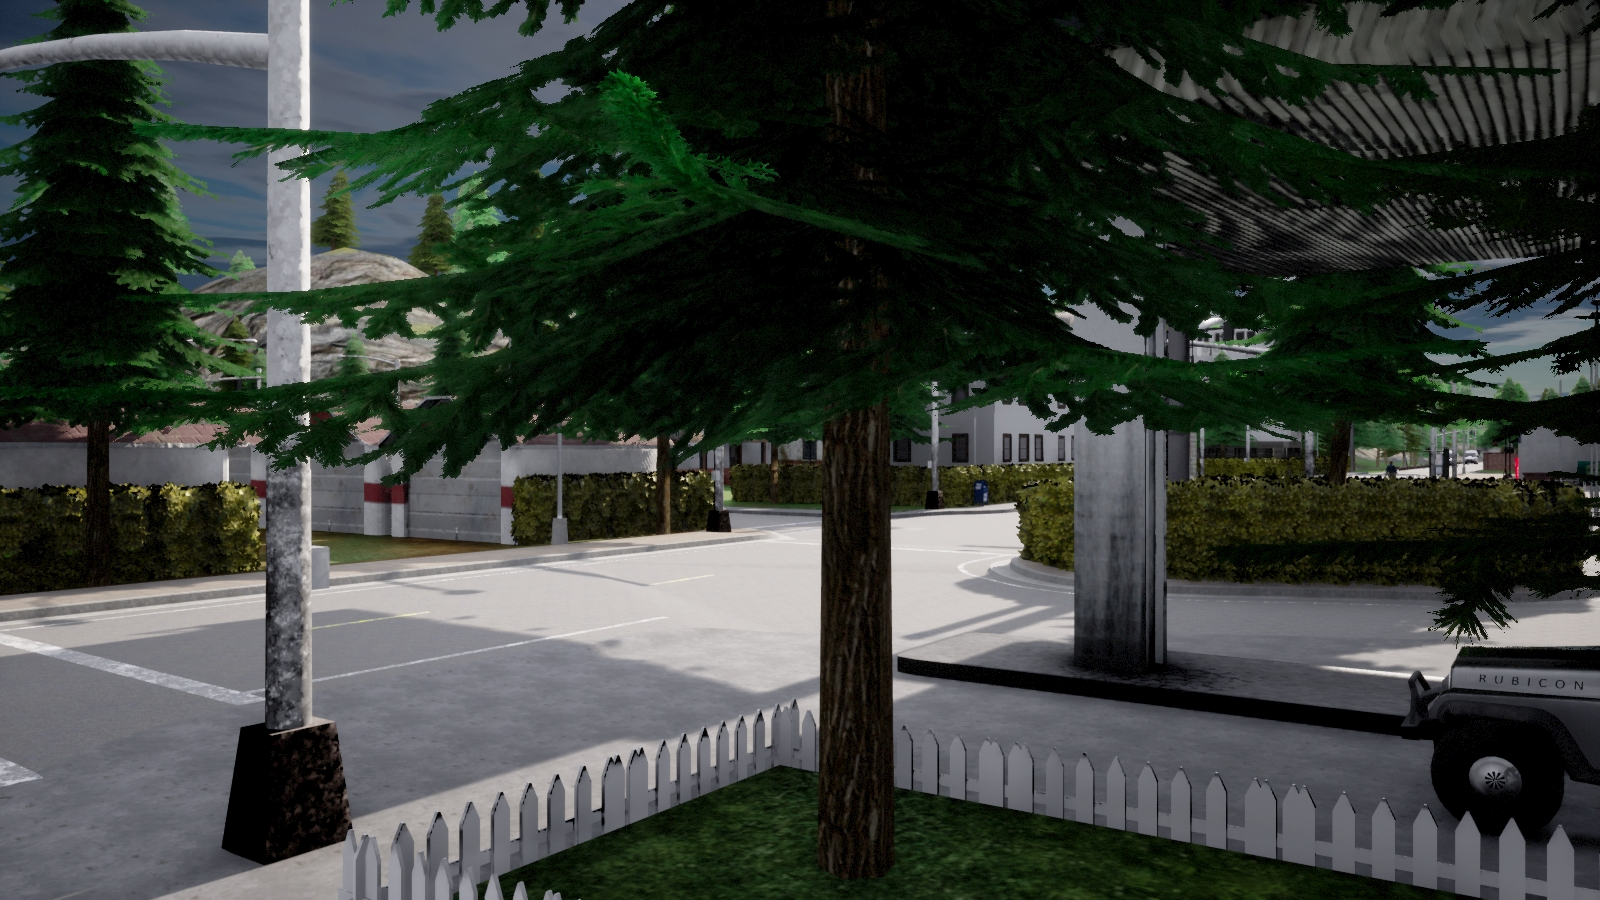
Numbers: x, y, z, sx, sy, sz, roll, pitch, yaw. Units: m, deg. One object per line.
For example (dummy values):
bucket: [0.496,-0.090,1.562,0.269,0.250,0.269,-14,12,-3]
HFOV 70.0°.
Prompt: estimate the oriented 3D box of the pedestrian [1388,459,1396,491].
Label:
pedestrian: [35.667,1.502,68.827,0.375,1.860,0.375,0,0,34]
